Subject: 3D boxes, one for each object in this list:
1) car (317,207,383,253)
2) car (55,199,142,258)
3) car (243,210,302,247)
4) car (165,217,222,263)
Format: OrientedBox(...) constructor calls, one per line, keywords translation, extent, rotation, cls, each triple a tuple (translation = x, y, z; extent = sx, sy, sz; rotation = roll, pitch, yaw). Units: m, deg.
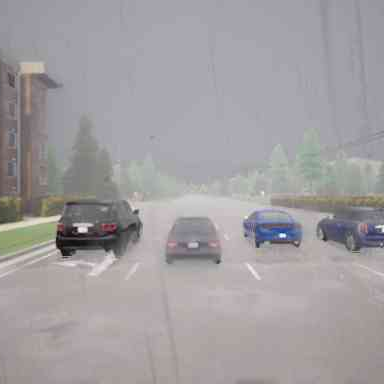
OrientedBox(translation=(7.074, 1.426, 14.244), extent=(2.097, 1.767, 4.553), rotation=(0, 0, 1), cls="car")
OrientedBox(translation=(-3.442, 1.293, 13.256), extent=(2.150, 2.045, 5.566), rotation=(0, 0, 1), cls="car")
OrientedBox(translation=(3.584, 1.559, 15.532), extent=(1.882, 1.535, 5.008), rotation=(0, 0, 1), cls="car")
OrientedBox(translation=(0.047, 1.612, 12.217), extent=(2.033, 1.411, 5.357), rotation=(0, 0, 0), cls="car")
